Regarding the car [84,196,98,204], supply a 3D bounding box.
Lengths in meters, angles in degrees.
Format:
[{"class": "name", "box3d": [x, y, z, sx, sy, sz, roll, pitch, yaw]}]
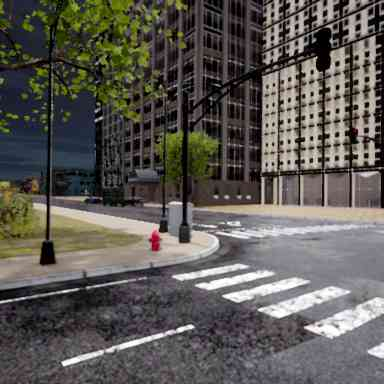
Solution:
[{"class": "car", "box3d": [-17.878, 1.485, 59.994, 2.033, 1.411, 5.357, 1, 0, -34]}]

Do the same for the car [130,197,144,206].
[{"class": "car", "box3d": [-9.382, 1.493, 53.143, 2.128, 1.511, 4.902, 1, 0, -34]}]

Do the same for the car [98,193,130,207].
[{"class": "car", "box3d": [-12.110, 1.176, 51.411, 2.150, 2.045, 5.566, 1, 0, -33]}]
